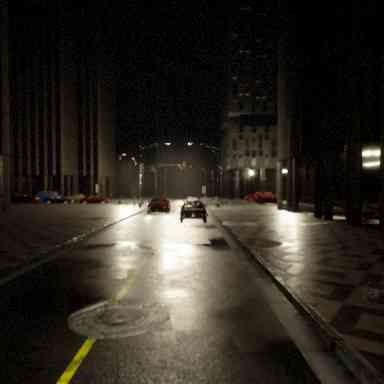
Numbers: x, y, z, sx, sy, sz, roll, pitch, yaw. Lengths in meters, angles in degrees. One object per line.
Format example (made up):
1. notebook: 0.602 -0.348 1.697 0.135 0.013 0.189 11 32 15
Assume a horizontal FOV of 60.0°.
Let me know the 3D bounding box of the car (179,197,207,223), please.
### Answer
1. car: 0.084 1.320 23.883 2.128 1.511 4.902 0 0 0

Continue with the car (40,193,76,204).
1. car: -20.471 1.219 51.291 4.403 1.369 2.008 0 1 0

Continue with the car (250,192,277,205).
1. car: 12.096 1.130 51.402 5.009 1.841 2.192 0 1 0

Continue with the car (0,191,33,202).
1. car: -31.537 0.751 59.775 5.009 1.841 2.192 0 1 0

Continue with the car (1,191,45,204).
1. car: -25.995 0.961 51.266 5.009 1.841 2.192 0 1 0

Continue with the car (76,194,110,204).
1. car: -14.945 1.236 51.311 4.507 1.381 1.887 0 1 0

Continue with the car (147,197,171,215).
1. car: -3.058 1.261 31.524 1.882 1.535 5.008 0 0 0

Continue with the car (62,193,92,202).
1. car: -20.658 1.005 59.815 4.829 1.417 1.752 0 1 0

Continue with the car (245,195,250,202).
1. car: 12.077 0.943 59.925 5.009 1.841 2.192 0 1 0

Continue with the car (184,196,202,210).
1. car: 0.081 1.284 40.027 2.033 1.411 5.357 0 0 0
